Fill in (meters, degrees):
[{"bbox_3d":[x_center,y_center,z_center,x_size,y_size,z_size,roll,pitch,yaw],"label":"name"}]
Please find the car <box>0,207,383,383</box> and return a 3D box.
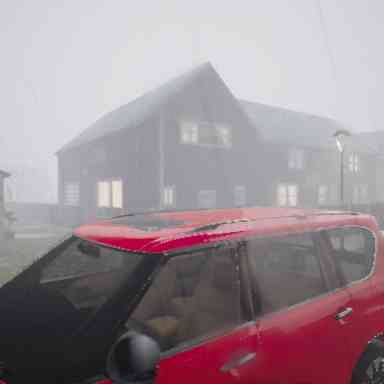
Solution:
[{"bbox_3d":[-0.228,1.216,2.895,5.566,2.045,2.150,0,0,-35],"label":"car"}]
